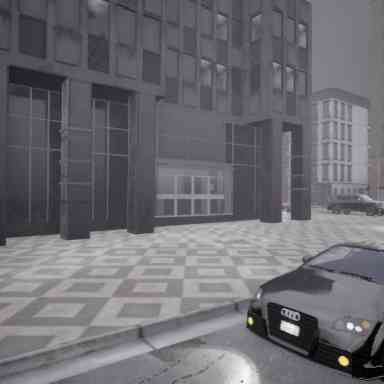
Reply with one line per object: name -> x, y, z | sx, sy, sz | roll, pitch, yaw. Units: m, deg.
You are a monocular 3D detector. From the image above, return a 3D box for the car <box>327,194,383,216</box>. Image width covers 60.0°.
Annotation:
car -> 15.793, 1.190, 31.880 | 2.150, 2.045, 5.566 | 1, -1, -36

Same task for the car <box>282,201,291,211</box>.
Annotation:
car -> 9.964, 1.497, 39.999 | 1.812, 1.442, 4.674 | 1, 0, -36

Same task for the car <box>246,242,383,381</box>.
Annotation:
car -> 2.877, 1.565, 5.428 | 4.181, 1.385, 1.994 | 0, 0, -35
